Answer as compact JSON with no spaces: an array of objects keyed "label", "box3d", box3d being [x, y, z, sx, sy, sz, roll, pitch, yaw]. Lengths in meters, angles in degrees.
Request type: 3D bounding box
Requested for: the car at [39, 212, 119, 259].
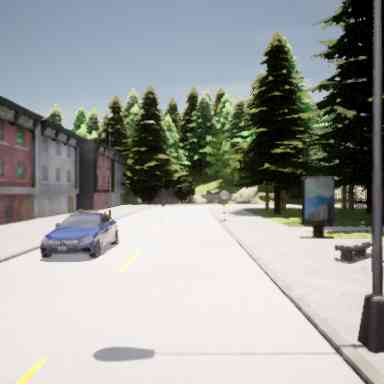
[{"label":"car","box3d":[-4.054,1.523,12.763,1.812,1.442,4.674,0,0,0]}]
